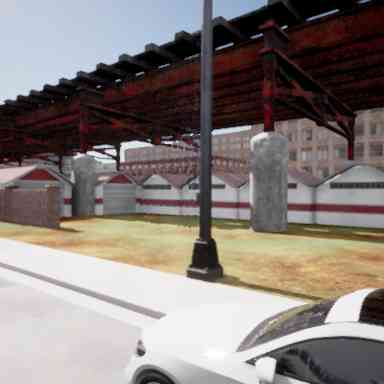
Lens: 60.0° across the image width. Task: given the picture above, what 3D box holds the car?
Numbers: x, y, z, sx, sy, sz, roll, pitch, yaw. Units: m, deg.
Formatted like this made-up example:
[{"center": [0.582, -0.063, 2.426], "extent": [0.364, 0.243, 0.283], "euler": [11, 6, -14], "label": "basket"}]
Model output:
[{"center": [1.489, 1.557, 2.620], "extent": [4.674, 1.442, 1.812], "euler": [0, 0, 38], "label": "car"}]
